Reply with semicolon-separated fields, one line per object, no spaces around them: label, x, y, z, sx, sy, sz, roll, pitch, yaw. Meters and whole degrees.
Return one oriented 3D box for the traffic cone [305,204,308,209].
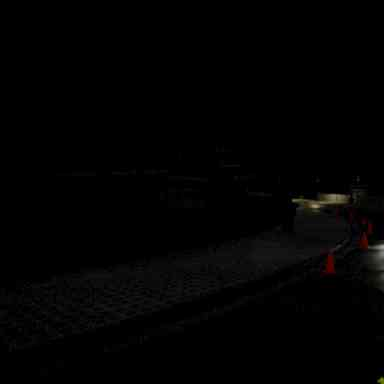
traffic cone;13.720;1.703;40.117;0.340;0.580;0.340;0;0;2

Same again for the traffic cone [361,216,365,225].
traffic cone;10.978;1.805;21.252;0.340;0.580;0.340;0;0;21

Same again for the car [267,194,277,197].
car;15.539;1.160;64.875;2.033;1.411;5.357;0;0;0

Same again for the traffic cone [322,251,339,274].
traffic cone;3.805;1.908;9.147;0.340;0.580;0.340;-1;0;-43

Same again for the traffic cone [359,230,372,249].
traffic cone;6.681;1.873;12.883;0.340;0.580;0.340;0;0;34

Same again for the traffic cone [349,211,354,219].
traffic cone;12.376;1.775;25.752;0.340;0.580;0.340;0;0;14

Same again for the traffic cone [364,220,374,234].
traffic cone;9.071;1.838;16.943;0.340;0.580;0.340;0;0;27
